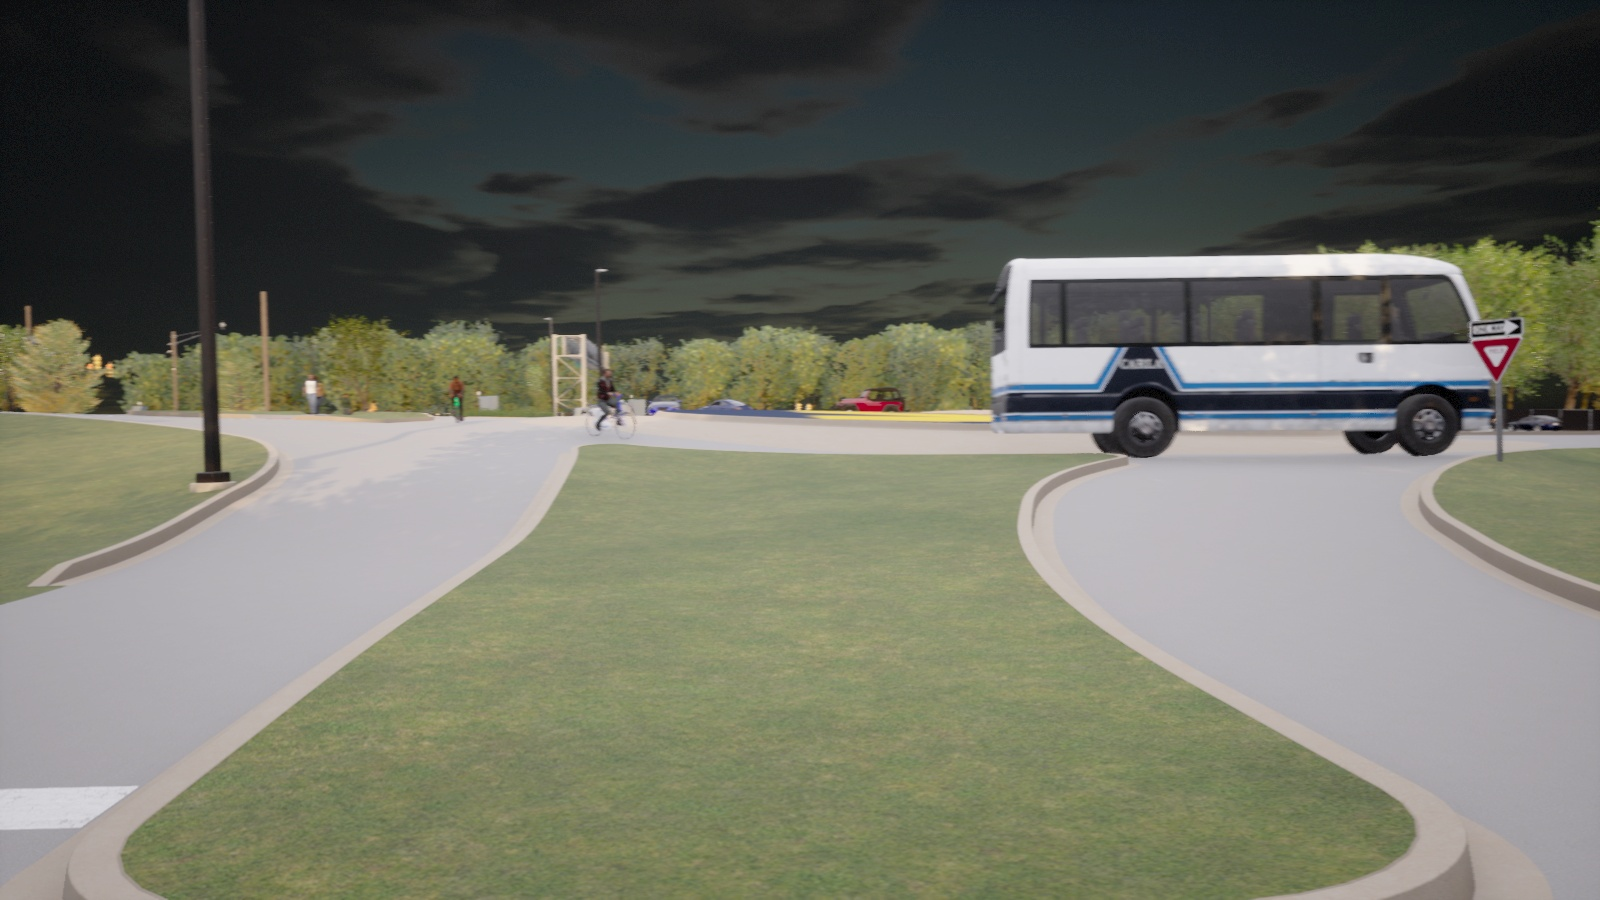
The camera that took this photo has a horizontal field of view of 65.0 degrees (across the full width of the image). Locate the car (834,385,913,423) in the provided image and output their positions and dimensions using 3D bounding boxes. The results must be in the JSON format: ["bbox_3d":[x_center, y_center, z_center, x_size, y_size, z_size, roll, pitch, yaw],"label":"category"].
[{"bbox_3d":[3.923,-2.432,67.252,3.866,1.878,1.905,2,0,-10],"label":"car"}]

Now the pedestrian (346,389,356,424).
[{"bbox_3d":[-23.519,-2.269,65.780,0.353,1.847,0.614,-1,1,-10],"label":"pedestrian"}]

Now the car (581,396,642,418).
[{"bbox_3d":[-14.583,-3.297,96.983,2.152,1.651,5.027,-2,2,-43],"label":"car"}]

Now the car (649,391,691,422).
[{"bbox_3d":[-7.005,-2.326,67.969,1.816,1.474,4.193,-1,0,0],"label":"car"}]

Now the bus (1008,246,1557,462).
[{"bbox_3d":[9.855,-1.918,26.944,10.273,4.253,3.944,0,1,3],"label":"bus"}]

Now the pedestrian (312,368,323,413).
[{"bbox_3d":[-20.389,-2.510,53.080,0.354,1.836,0.706,-2,1,-19],"label":"pedestrian"}]

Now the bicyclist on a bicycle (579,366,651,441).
[{"bbox_3d":[-4.677,-1.192,31.724,1.843,1.776,0.659,6,5,39],"label":"bicyclist on a bicycle"}]

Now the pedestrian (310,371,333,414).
[{"bbox_3d":[-21.060,-2.512,55.243,0.874,1.855,0.900,-2,1,-22],"label":"pedestrian"}]

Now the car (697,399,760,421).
[{"bbox_3d":[-4.922,-2.786,86.121,1.812,1.442,4.674,-2,3,-42],"label":"car"}]
